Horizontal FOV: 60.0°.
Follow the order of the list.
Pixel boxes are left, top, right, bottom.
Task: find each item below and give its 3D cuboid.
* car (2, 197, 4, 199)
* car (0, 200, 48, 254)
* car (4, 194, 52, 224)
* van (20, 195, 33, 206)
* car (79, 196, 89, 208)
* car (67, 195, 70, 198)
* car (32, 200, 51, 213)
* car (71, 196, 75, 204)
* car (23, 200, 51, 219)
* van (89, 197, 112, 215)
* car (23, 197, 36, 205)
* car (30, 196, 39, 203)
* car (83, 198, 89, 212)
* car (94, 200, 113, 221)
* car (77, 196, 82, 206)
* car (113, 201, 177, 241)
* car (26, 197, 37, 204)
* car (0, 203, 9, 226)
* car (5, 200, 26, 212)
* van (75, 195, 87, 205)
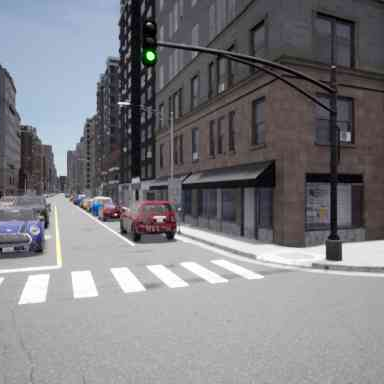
[{"bbox_3d":[-18.868,1.377,34.609,2.192,1.841,5.009,0,0,-22],"label":"car"},{"bbox_3d":[-7.129,1.389,13.446,2.097,1.767,4.553,0,0,-22],"label":"car"},{"bbox_3d":[-10.785,1.269,22.269,2.150,2.045,5.566,0,0,-22],"label":"car"},{"bbox_3d":[-27.513,1.419,55.512,1.690,1.788,3.998,0,0,-22],"label":"van"},{"bbox_3d":[-13.209,1.593,43.232,1.752,1.417,4.829,0,0,-22],"label":"car"},{"bbox_3d":[-28.278,1.561,79.660,1.967,1.590,4.097,0,0,-22],"label":"car"},{"bbox_3d":[-17.834,1.667,39.580,1.895,1.301,4.718,0,0,-22],"label":"car"},{"bbox_3d":[-19.629,1.394,58.757,2.192,1.841,5.009,0,0,-22],"label":"car"},{"bbox_3d":[-14.511,1.549,31.412,2.128,1.511,4.902,0,0,-22],"label":"car"},{"bbox_3d":[-8.820,1.398,32.621,1.690,1.788,3.998,0,0,-22],"label":"van"},{"bbox_3d":[-29.675,1.626,60.737,1.887,1.381,4.507,0,0,-22],"label":"car"},{"bbox_3d":[-36.159,1.702,76.409,1.802,1.307,4.206,0,0,-22],"label":"car"},{"bbox_3d":[-10.982,1.644,37.847,1.802,1.307,4.206,0,0,-22],"label":"car"},{"bbox_3d":[-6.658,1.596,27.393,1.887,1.381,4.507,0,0,-22],"label":"car"},{"bbox_3d":[-15.306,1.653,48.303,1.802,1.307,4.206,0,0,-22],"label":"car"},{"bbox_3d":[-2.334,1.354,16.940,2.192,1.841,5.009,0,0,-22],"label":"car"},{"bbox_3d":[-31.837,1.671,65.962,1.802,1.307,4.206,0,0,-22],"label":"car"},{"bbox_3d":[-14.480,1.576,24.000,1.752,1.417,4.829,0,0,-22],"label":"car"},{"bbox_3d":[-21.030,1.648,39.834,1.802,1.307,4.206,0,0,-22],"label":"car"},{"bbox_3d":[-17.467,1.417,53.529,1.690,1.788,3.998,0,0,-22],"label":"van"}]
